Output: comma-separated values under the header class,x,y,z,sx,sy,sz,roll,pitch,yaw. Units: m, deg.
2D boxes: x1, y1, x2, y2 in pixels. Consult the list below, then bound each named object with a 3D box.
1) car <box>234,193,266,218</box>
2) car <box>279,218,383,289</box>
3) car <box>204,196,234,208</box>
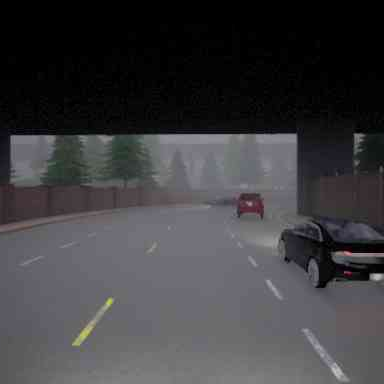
class,x,y,z,sx,sy,sz,roll,pitch,yaw
car,5.252,1.087,29.350,2.150,2.045,5.566,0,0,13
car,3.718,1.457,9.002,2.128,1.511,4.902,0,0,1
car,4.401,1.276,44.894,2.128,1.511,4.902,0,0,43
